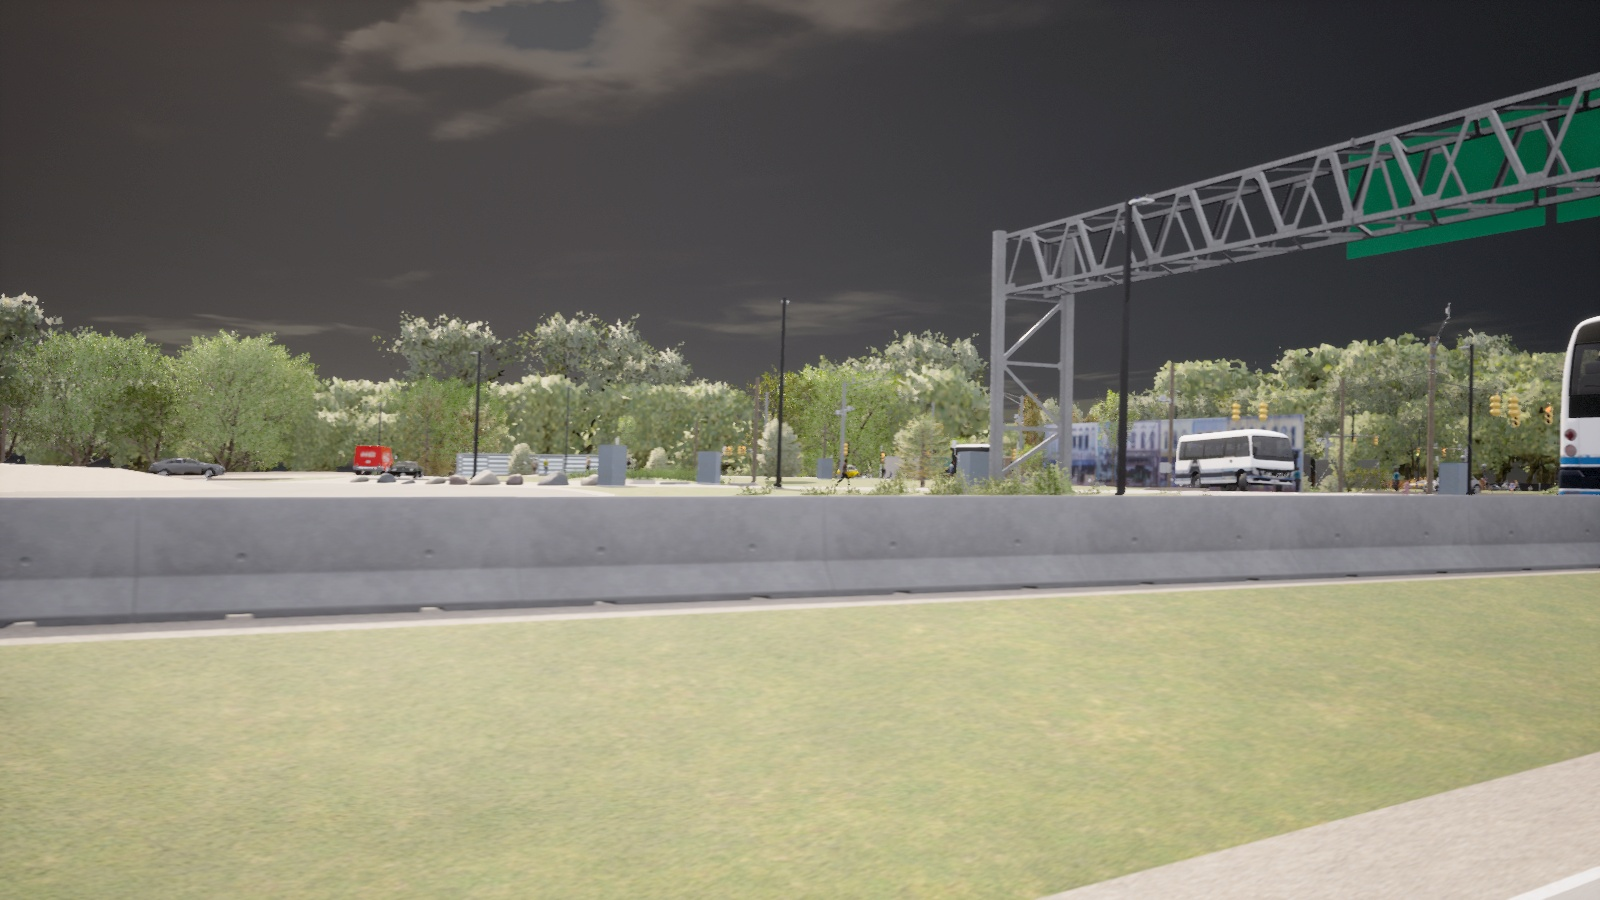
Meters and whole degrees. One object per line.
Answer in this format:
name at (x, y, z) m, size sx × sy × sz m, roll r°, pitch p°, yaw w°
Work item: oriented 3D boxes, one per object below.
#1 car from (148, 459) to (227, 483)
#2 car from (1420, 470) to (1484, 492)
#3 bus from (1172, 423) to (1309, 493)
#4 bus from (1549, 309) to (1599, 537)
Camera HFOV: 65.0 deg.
car at (-43.460, 1.451, 89.227) m, size 4.902 × 1.511 × 2.128 m, roll -1°, pitch 1°, yaw -23°
car at (45.724, 2.170, 88.068) m, size 3.806 × 1.475 × 1.970 m, roll 1°, pitch -1°, yaw -22°
bus at (30.364, 0.693, 87.256) m, size 3.944 × 4.253 × 10.273 m, roll 3°, pitch -3°, yaw -13°
bus at (20.003, -0.457, 24.848) m, size 10.273 × 4.253 × 3.944 m, roll 1°, pitch -1°, yaw -26°
